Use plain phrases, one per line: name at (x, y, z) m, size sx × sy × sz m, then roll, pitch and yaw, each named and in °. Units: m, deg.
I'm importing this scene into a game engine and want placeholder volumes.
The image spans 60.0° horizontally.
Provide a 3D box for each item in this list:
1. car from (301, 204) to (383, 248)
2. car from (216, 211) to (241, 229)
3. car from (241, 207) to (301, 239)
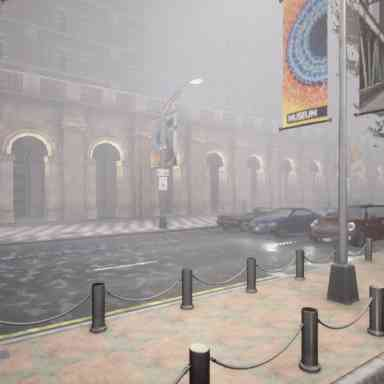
car at (7.250, 1.352, 14.785) m, size 4.553 × 1.767 × 2.097 m, roll 0°, pitch 0°, yaw -36°
car at (3.756, 1.595, 20.467) m, size 4.718 × 1.301 × 1.895 m, roll 0°, pitch 0°, yaw -36°
car at (5.039, 1.526, 17.492) m, size 4.674 × 1.442 × 1.812 m, roll 0°, pitch 0°, yaw -36°
